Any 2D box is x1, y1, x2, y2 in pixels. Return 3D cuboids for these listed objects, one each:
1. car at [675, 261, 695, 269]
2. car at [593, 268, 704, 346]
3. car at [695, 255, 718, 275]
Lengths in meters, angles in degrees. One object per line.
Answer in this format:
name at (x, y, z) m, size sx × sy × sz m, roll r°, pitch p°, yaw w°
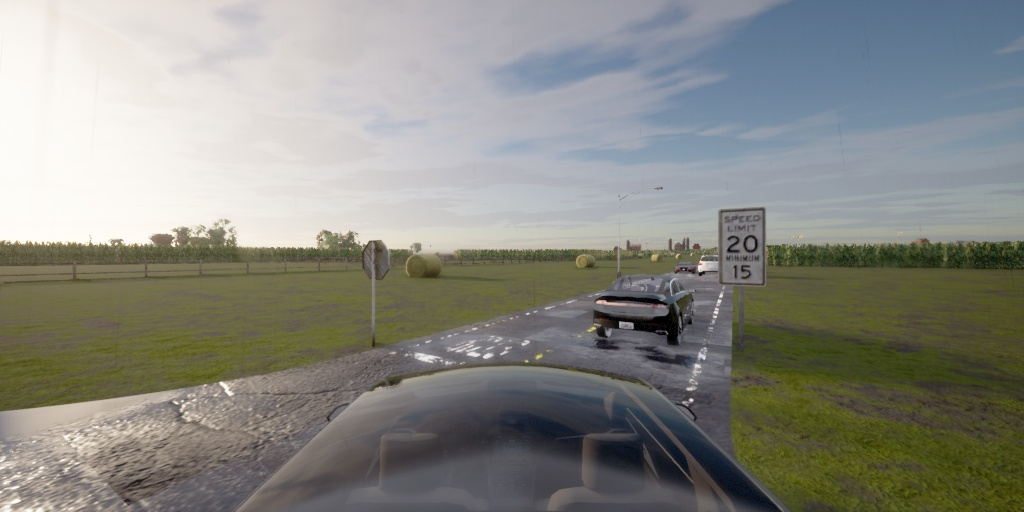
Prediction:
car at (19.857, 1.282, 40.943) m, size 1.994 × 1.385 × 4.181 m, roll 0°, pitch 0°, yaw 32°
car at (3.670, 1.241, 9.566) m, size 2.128 × 1.511 × 4.902 m, roll 0°, pitch 0°, yaw 32°
car at (20.151, 0.946, 36.093) m, size 2.150 × 2.045 × 5.566 m, roll 0°, pitch 0°, yaw 33°
